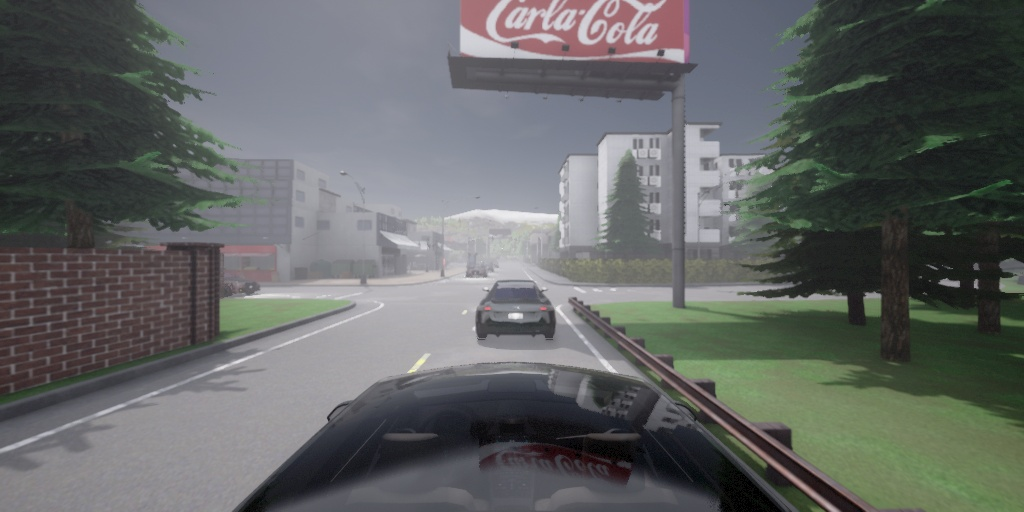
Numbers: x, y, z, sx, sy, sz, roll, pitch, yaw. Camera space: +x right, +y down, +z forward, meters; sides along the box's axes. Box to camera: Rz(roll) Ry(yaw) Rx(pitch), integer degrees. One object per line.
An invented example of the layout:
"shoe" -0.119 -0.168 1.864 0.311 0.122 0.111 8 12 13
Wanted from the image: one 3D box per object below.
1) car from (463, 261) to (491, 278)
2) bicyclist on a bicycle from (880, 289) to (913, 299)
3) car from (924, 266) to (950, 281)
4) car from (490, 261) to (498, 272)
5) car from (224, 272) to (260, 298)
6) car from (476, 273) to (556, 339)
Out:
"car" -3.529 1.501 36.845 1.994 1.385 4.181 0 0 1
"bicyclist on a bicycle" 19.366 1.336 17.925 0.582 1.620 1.656 -2 -3 -13
"car" 41.627 1.648 34.245 2.033 1.411 5.357 0 0 42
"car" -3.507 1.501 50.475 2.128 1.511 4.902 0 0 0
"car" -16.908 1.589 20.517 4.181 1.385 1.994 0 0 1
"car" 0.096 1.360 10.270 1.994 1.385 4.181 0 0 0
